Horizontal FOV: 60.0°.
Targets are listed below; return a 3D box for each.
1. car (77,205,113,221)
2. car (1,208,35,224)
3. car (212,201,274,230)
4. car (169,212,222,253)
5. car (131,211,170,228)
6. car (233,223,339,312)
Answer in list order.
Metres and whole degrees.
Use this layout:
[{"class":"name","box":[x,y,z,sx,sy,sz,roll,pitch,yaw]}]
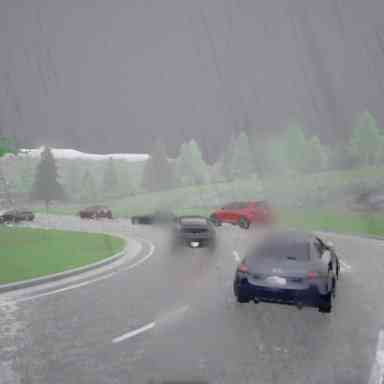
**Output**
[{"class":"car","box":[-11.113,2.278,37.962,4.553,1.767,2.097,-2,-2,40]},{"class":"car","box":[-18.339,2.464,34.954,4.902,1.511,2.128,-2,-1,41]},{"class":"car","box":[3.657,1.677,25.177,2.150,2.045,5.566,1,-2,-33]},{"class":"car","box":[-0.020,1.818,15.286,1.837,1.490,4.892,1,-1,-3]},{"class":"car","box":[-2.877,2.193,27.257,4.718,1.301,1.895,-2,-2,40]},{"class":"car","box":[2.461,1.699,8.204,1.994,1.385,4.181,-1,-1,24]}]
